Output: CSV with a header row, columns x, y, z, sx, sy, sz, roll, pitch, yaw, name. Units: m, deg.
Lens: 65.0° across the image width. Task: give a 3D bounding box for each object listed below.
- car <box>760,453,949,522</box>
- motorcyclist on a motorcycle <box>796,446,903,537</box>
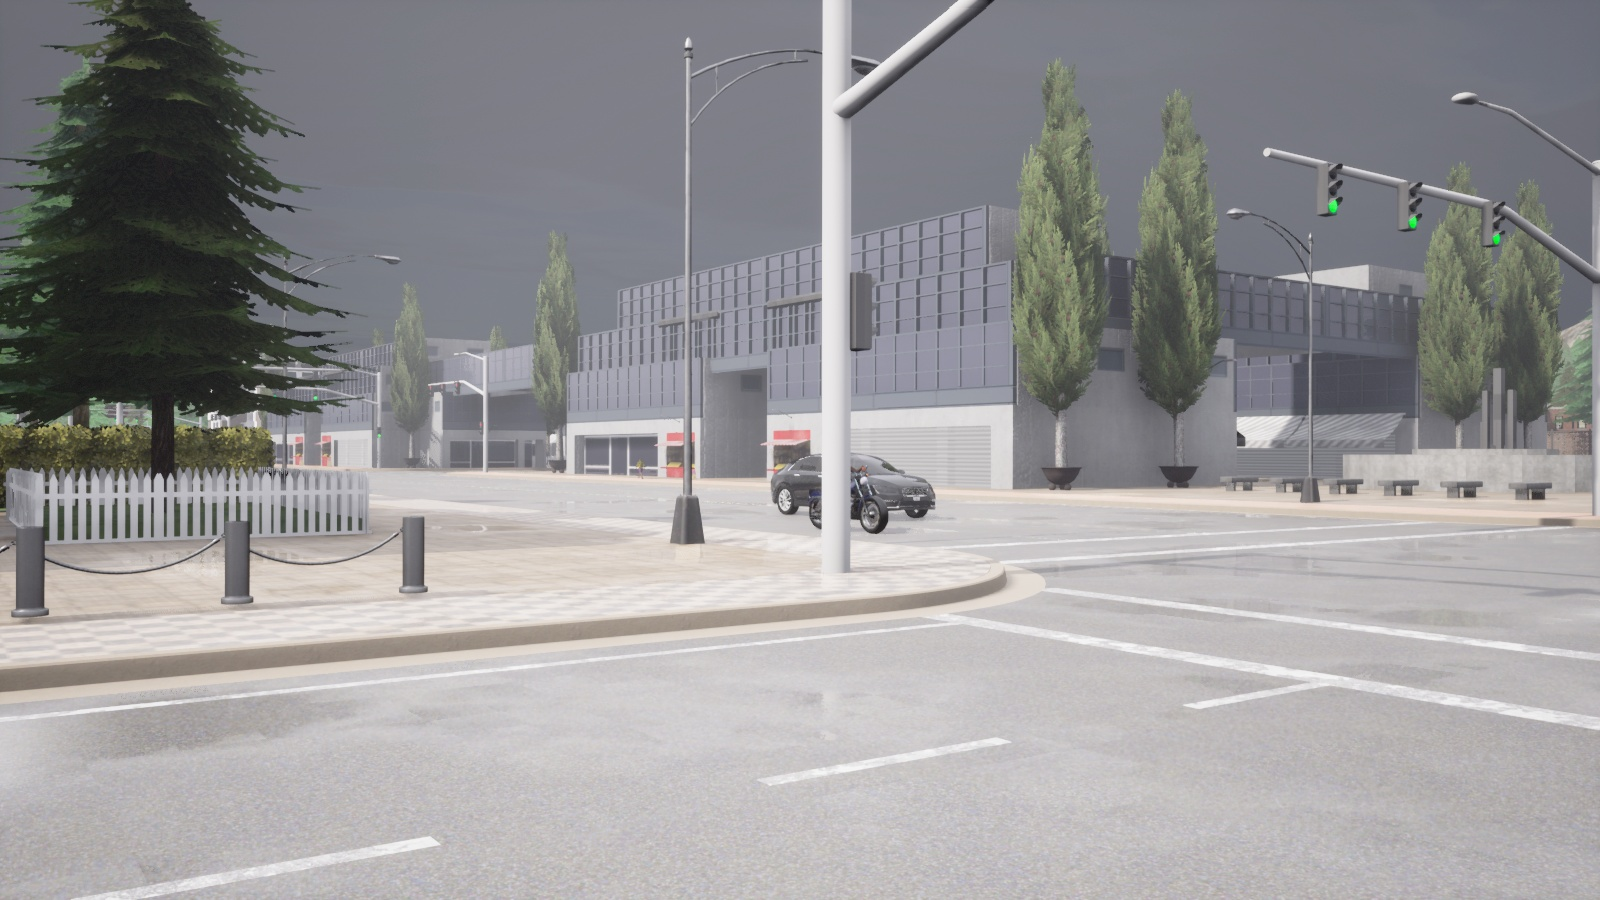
x,y,z,sx,sy,sz,roll,pitch,yaw,name
1.174,0.819,29.581,1.837,1.490,4.892,0,0,-35,car
0.901,0.751,23.853,0.766,1.649,2.350,0,0,-35,motorcyclist on a motorcycle
